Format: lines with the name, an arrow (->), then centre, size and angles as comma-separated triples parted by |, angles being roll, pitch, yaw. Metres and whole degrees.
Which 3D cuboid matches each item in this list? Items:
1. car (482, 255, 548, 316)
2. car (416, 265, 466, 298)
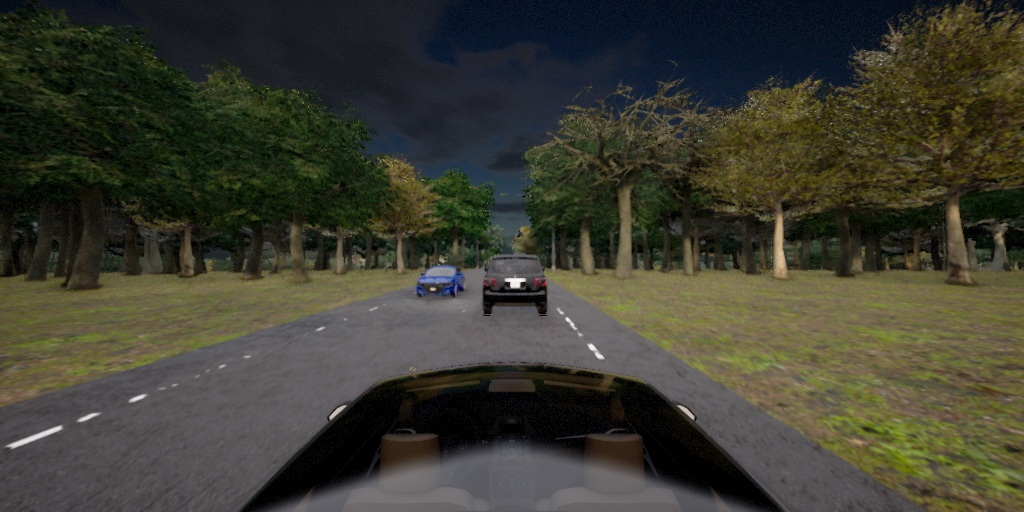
car -> 0.101, 0.977, 13.596 | 2.150, 2.045, 5.566 | 0, 0, 0
car -> -3.597, 1.238, 18.835 | 1.882, 1.535, 5.008 | 0, 0, 0
